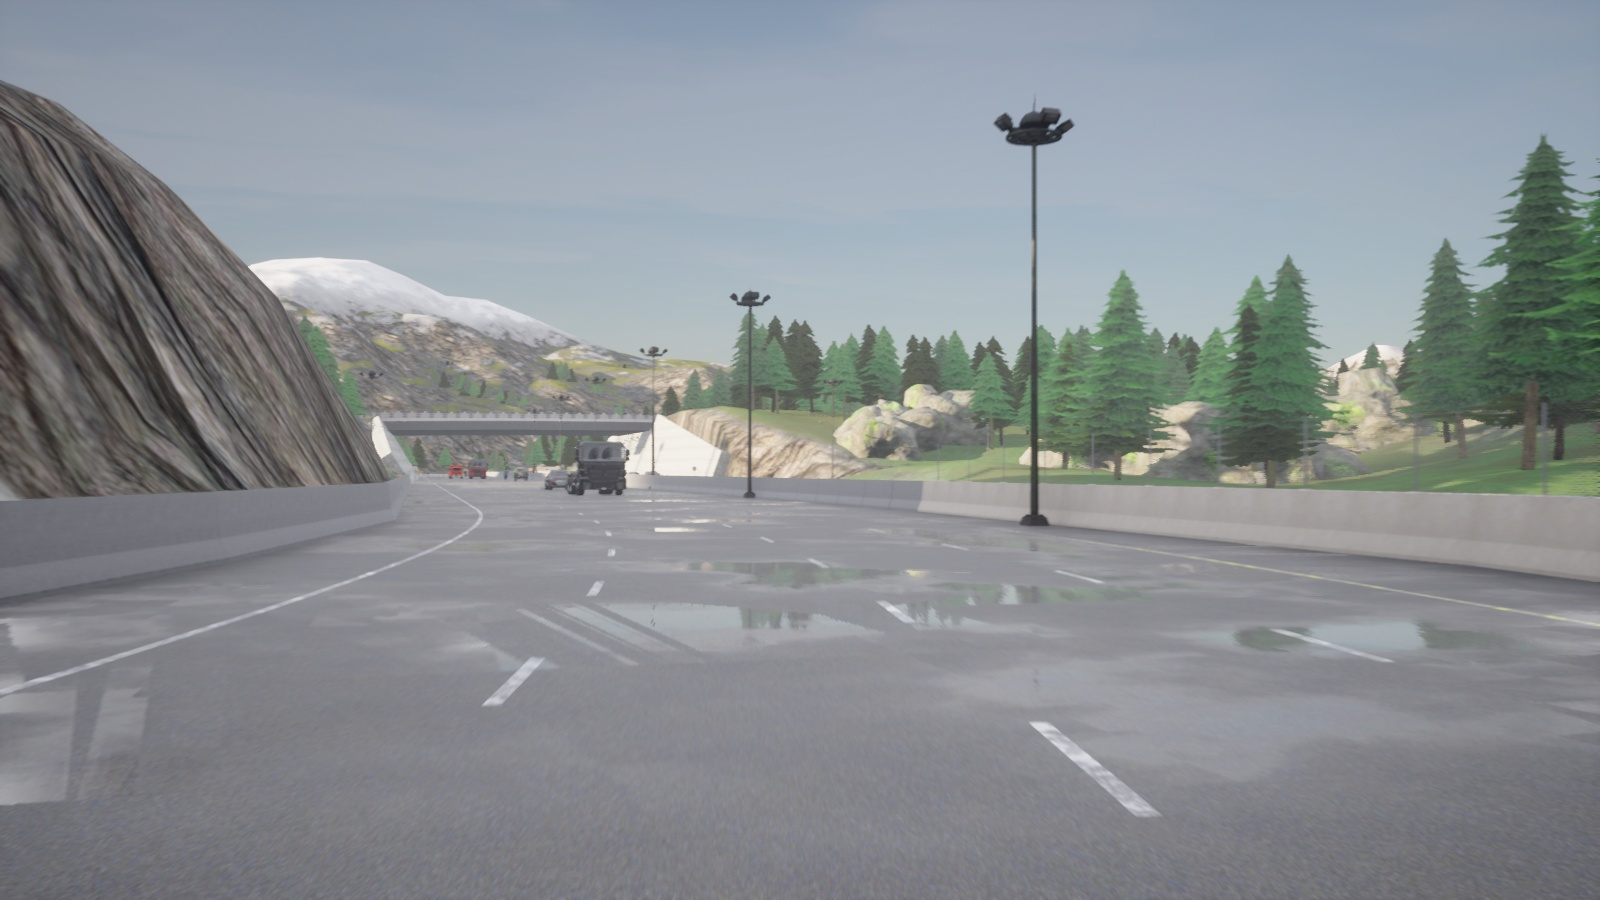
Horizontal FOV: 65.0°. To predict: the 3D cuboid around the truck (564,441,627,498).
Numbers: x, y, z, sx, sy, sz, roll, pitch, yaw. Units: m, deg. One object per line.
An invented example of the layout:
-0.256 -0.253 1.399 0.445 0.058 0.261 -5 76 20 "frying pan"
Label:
-13.240 1.259 80.755 2.891 3.462 7.936 0 -1 -17 "truck"
